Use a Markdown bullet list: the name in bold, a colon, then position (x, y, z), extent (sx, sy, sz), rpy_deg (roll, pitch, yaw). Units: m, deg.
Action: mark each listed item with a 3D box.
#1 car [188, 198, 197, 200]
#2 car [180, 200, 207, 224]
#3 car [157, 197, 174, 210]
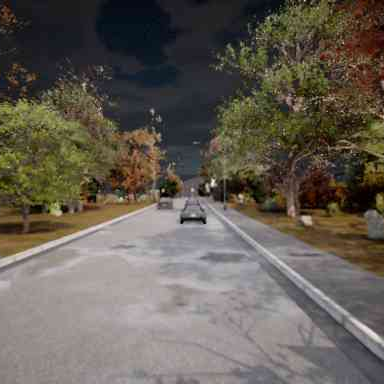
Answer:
- **car**: position (0.061, 1.505, 43.441), extent (1.994, 1.385, 4.181), rpy_deg (0, 0, 0)
- **car**: position (0.079, 1.593, 25.480), extent (1.994, 1.385, 4.181), rpy_deg (0, 0, 0)
- **car**: position (-3.372, 1.449, 42.624), extent (1.837, 1.490, 4.892), rpy_deg (0, 0, 0)
